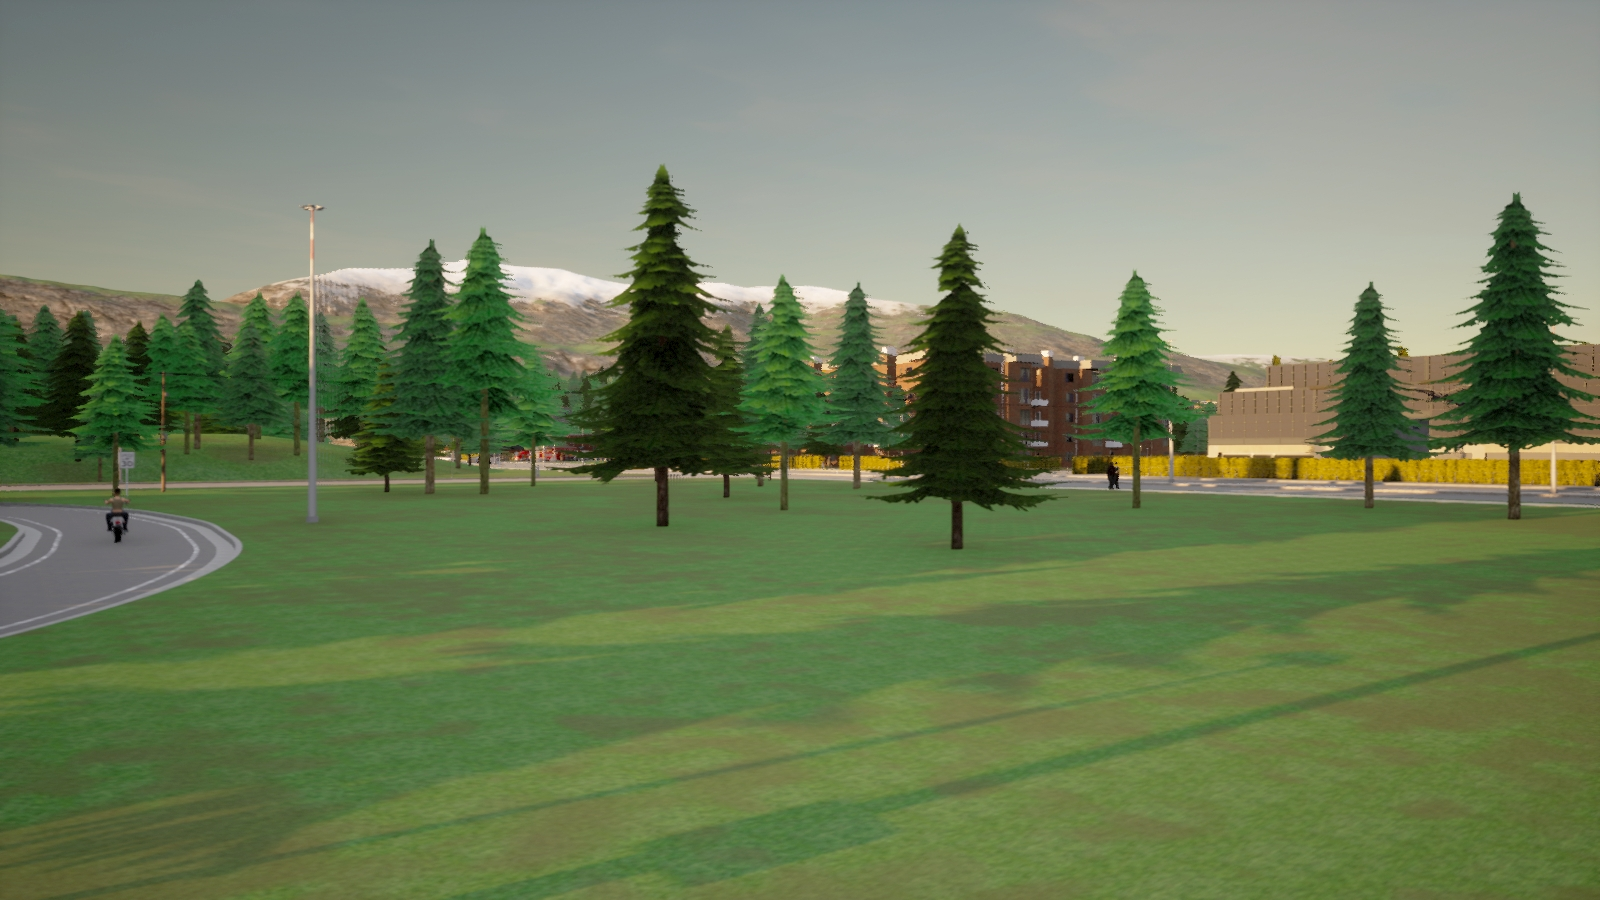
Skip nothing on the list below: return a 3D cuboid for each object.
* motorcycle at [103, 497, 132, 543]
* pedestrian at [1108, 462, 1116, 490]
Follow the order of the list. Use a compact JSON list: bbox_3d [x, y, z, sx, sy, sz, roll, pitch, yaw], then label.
[{"bbox_3d":[-21.280,2.155,35.615,0.764,1.307,2.356,-1,0,-31],"label":"motorcycle"},{"bbox_3d":[20.651,1.696,75.735,0.375,1.860,0.375,0,0,-17],"label":"pedestrian"}]
